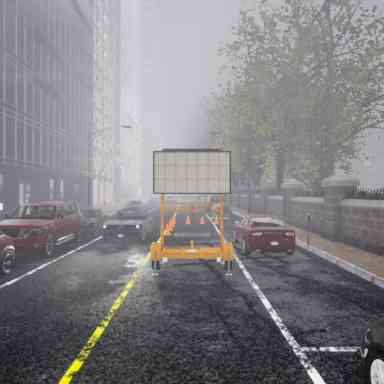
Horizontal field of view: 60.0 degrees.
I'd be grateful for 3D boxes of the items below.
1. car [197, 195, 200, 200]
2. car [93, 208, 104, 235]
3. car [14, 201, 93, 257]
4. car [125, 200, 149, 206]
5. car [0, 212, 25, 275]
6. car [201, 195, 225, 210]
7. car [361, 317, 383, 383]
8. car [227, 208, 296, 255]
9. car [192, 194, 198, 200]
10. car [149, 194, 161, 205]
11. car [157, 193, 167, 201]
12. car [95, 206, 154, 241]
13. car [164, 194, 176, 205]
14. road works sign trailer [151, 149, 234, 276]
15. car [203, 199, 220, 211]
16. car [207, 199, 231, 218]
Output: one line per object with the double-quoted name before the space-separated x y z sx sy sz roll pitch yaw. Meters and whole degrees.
"car" 2.215 1.465 46.408 2.008 1.369 4.403 0 0 -2
"car" -5.829 1.553 18.577 1.947 1.339 4.313 0 0 0
"car" -5.830 1.310 13.015 2.192 1.841 5.009 0 0 0
"car" -6.023 1.515 35.323 1.947 1.339 4.313 0 0 -1
"car" -5.832 1.439 7.457 1.967 1.590 4.097 0 0 0
"car" 2.508 1.266 35.292 2.192 1.841 5.009 0 0 -2
"car" 2.693 1.551 1.947 2.008 1.369 4.403 0 0 0
"car" 2.695 1.540 13.069 1.887 1.381 4.507 0 0 0
"car" 1.195 1.330 85.313 2.008 1.369 4.403 0 0 -1
"car" -6.606 1.457 57.563 1.802 1.307 4.206 0 0 -2
"car" -7.187 1.112 79.794 2.192 1.841 5.009 0 0 -2
"car" -3.103 1.591 16.677 1.895 1.301 4.718 0 0 0
"car" -3.740 1.358 56.250 1.882 1.535 5.008 0 0 -2
"road works sign trailer" 0.002 0.461 10.350 2.380 3.560 2.880 0 0 0
"car" 2.361 1.515 40.851 1.802 1.307 4.206 0 0 -2
"car" 2.625 1.548 29.727 1.802 1.307 4.206 0 0 -1
